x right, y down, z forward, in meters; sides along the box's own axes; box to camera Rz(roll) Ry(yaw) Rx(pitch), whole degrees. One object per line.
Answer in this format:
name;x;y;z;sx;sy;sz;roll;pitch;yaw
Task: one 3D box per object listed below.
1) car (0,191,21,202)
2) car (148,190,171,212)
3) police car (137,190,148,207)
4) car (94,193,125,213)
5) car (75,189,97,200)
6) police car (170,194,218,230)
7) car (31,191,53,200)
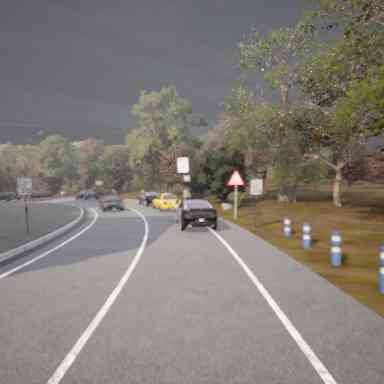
car;-34.380;0.825;62.280;5.566;2.045;2.150;-2;4;33
car;-2.226;0.785;28.844;1.801;1.575;5.366;-2;2;-17
police car;-4.366;0.593;34.652;1.930;1.638;5.238;-3;2;-23
car;-7.331;0.979;29.994;2.033;1.411;5.357;-2;2;-20
car;-16.553;0.325;52.053;2.097;1.767;4.553;-6;4;-43
police car;0.109;1.074;18.587;1.930;1.638;5.238;-1;2;-8
car;-28.189;0.622;62.269;5.008;1.535;1.882;-2;4;33
